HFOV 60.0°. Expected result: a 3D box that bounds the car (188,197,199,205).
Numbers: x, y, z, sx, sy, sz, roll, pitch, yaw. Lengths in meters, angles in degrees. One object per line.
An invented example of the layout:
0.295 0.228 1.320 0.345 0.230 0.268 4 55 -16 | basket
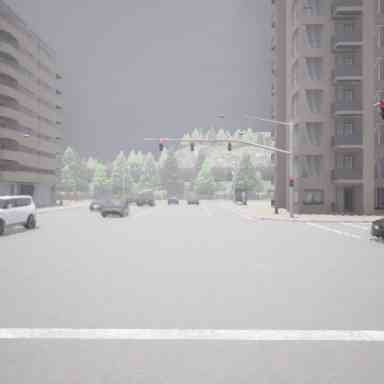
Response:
0.223 1.564 58.373 1.994 1.385 4.181 0 0 0 | car

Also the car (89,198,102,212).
-10.517 1.491 38.870 2.128 1.511 4.902 0 0 0 | car

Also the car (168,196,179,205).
-3.374 1.526 60.030 1.812 1.442 4.674 0 0 0 | car

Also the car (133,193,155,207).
-6.973 1.217 50.613 2.150 2.045 5.566 0 1 0 | car

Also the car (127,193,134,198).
-10.377 1.209 60.023 2.150 2.045 5.566 0 0 0 | car

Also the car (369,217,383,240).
10.280 1.564 14.778 4.181 1.385 1.994 0 0 5 | car

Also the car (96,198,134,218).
-6.927 1.547 30.512 2.033 1.411 5.357 0 0 -2 | car

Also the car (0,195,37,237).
-10.561 1.222 18.161 2.150 2.045 5.566 0 0 0 | car
